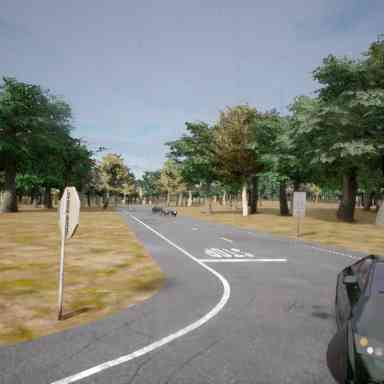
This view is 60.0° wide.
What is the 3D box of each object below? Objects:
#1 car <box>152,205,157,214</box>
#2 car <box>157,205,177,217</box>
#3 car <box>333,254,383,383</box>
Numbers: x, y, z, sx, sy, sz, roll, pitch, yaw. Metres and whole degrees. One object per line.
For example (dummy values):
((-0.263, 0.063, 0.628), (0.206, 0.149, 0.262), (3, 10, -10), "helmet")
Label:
((-5.728, 2.962, 56.896), (1.882, 1.535, 5.008), (3, -2, -14), "car")
((-3.470, 2.851, 48.049), (1.895, 1.301, 4.718), (3, -2, -13), "car")
((3.124, 1.643, 4.647), (1.994, 1.385, 4.181), (1, -1, 22), "car")
